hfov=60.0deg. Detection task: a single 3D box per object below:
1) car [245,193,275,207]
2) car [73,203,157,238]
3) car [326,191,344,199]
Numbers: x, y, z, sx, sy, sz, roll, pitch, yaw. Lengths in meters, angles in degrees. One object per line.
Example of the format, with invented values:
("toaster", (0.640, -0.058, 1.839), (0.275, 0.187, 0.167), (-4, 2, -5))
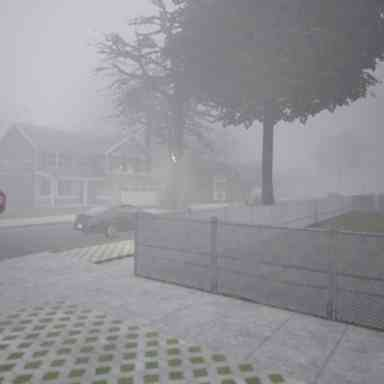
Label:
("car", (7.451, 0.851, 36.166), (2.128, 1.511, 4.902), (2, 2, 35))
("car", (-3.409, 1.247, 15.926), (1.812, 1.442, 4.674), (2, 2, 35))
("car", (22.558, 0.637, 52.426), (1.837, 1.490, 4.892), (2, 1, 35))
